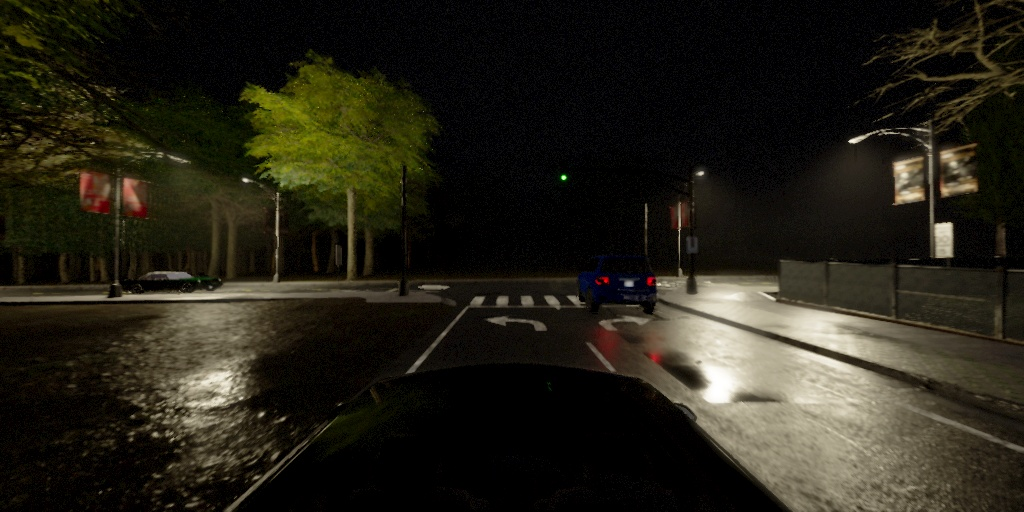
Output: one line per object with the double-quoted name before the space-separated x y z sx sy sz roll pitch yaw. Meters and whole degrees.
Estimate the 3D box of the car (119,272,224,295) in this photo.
"car" -20.147 1.594 21.397 4.718 1.301 1.895 -1 -1 0

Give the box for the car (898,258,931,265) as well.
"car" 27.485 0.866 24.684 4.902 1.511 2.128 -1 -1 0

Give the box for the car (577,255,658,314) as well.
"car" 3.885 0.971 14.046 2.150 2.045 5.566 0 0 4
